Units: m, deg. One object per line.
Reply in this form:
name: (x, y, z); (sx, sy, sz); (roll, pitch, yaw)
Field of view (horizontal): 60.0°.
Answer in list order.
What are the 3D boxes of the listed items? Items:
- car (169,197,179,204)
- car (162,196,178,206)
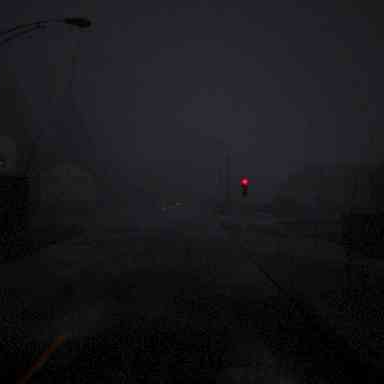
car: (-4.015, 1.868, 74.028); (1.882, 1.535, 5.008); (0, 0, 0)
car: (-4.056, 1.486, 58.201); (2.097, 1.767, 4.553); (0, 0, 0)
